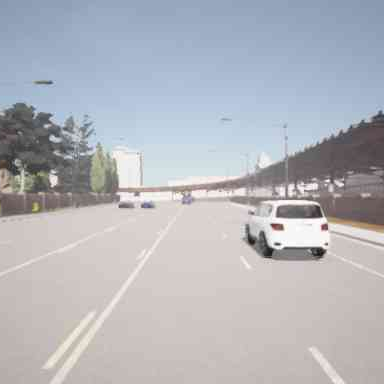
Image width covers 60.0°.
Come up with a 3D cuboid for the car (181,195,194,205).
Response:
[{"bbox_3d":[-1.210,1.940,73.124,2.097,1.767,4.553,0,0,0],"label":"car"}]

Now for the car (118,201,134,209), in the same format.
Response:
[{"bbox_3d":[-10.529,2.029,53.154,1.895,1.301,4.718,0,0,1],"label":"car"}]

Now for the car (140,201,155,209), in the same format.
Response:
[{"bbox_3d":[-7.029,2.029,53.153,1.895,1.301,4.718,0,0,1],"label":"car"}]

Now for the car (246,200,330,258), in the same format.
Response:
[{"bbox_3d":[3.605,1.331,13.472,2.150,2.045,5.566,0,0,0],"label":"car"}]
